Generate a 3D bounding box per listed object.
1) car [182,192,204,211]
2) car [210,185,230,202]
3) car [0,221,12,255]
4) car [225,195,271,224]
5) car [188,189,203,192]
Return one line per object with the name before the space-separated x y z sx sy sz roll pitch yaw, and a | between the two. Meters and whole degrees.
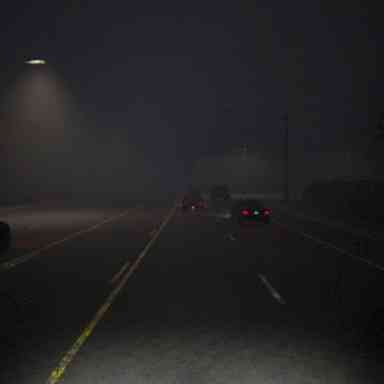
car | 0.086 0.933 30.238 1.895 1.301 4.718 0 2 0
car | 3.588 0.160 42.297 2.150 2.045 5.566 0 1 0
car | -7.103 1.383 9.698 1.812 1.442 4.674 0 1 0
car | 3.591 1.150 21.119 2.033 1.411 5.357 0 2 0
car | 0.452 0.245 47.750 1.882 1.535 5.008 0 2 9
